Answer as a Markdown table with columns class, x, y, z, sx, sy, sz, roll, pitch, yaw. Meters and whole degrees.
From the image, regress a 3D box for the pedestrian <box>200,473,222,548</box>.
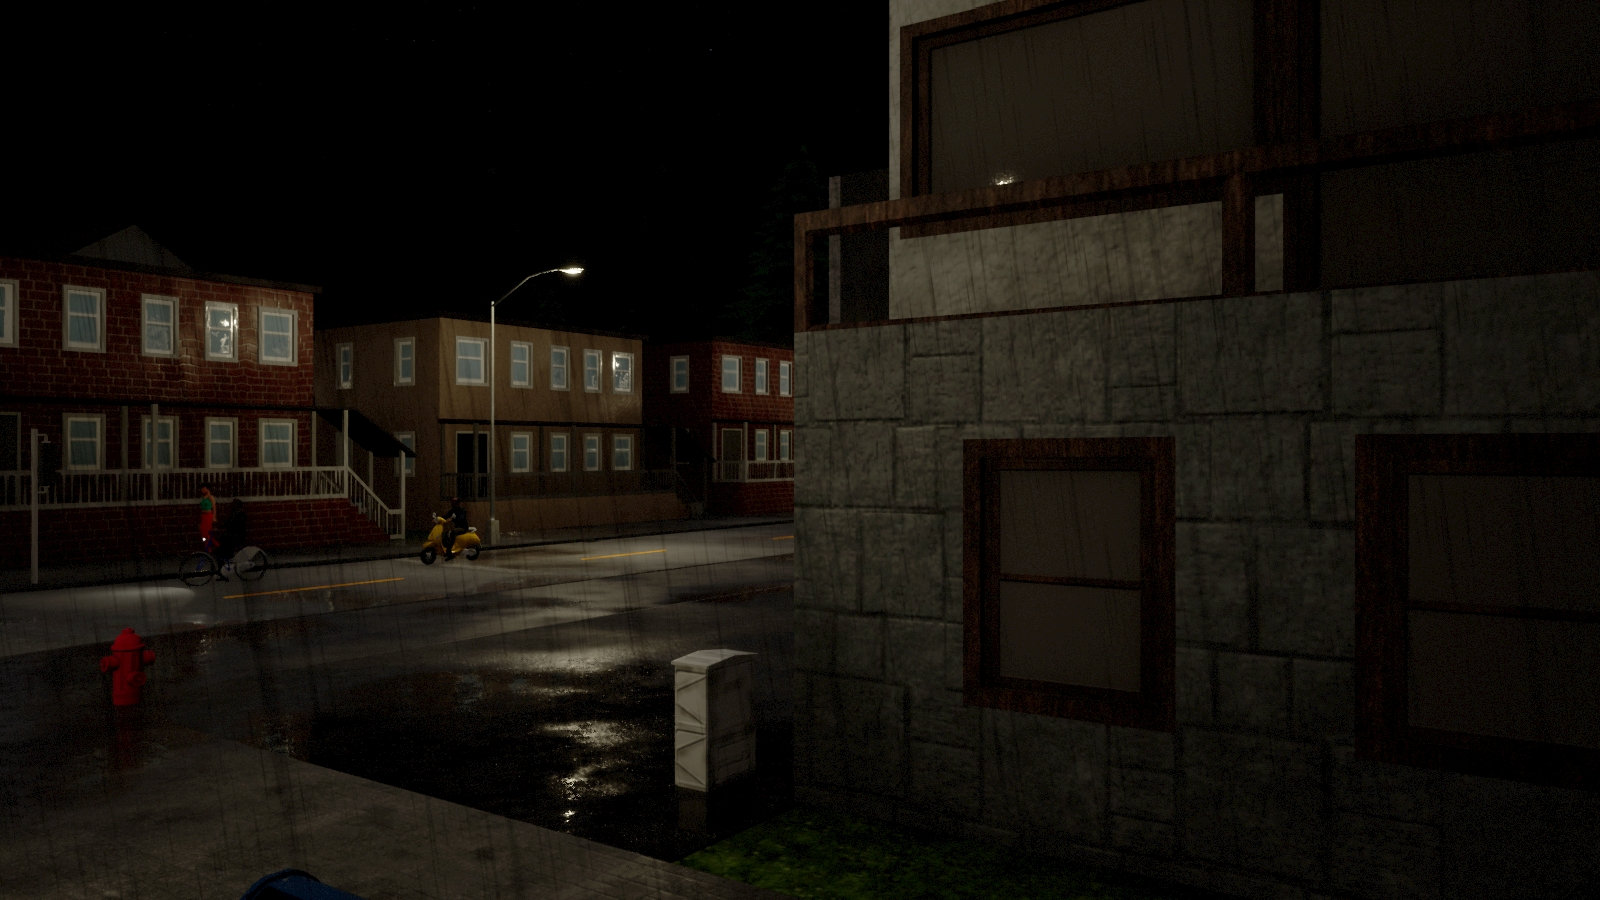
| class | x | y | z | sx | sy | sz | roll | pitch | yaw |
| --- | --- | --- | --- | --- | --- | --- | --- | --- | --- |
| pedestrian | -14.827 | 1.504 | 28.760 | 0.375 | 1.860 | 0.375 | 0 | 0 | 37 |
